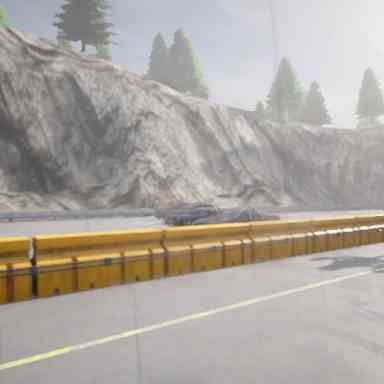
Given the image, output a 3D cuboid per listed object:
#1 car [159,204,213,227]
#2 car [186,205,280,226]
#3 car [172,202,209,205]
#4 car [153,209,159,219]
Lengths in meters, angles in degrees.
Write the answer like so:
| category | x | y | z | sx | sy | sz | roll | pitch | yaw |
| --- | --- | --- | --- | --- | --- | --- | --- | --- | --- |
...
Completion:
| category | x | y | z | sx | sy | sz | roll | pitch | yaw |
| --- | --- | --- | --- | --- | --- | --- | --- | --- | --- |
| car | 0.612 | 1.670 | 21.285 | 4.718 | 1.301 | 1.895 | 0 | 0 | -32 |
| car | 2.601 | 1.616 | 18.420 | 5.357 | 1.411 | 2.033 | 0 | 0 | -33 |
| car | 0.293 | 1.585 | 25.183 | 4.892 | 1.490 | 1.837 | 0 | 0 | -32 |
| car | -1.026 | 1.610 | 28.477 | 4.674 | 1.442 | 1.812 | 0 | 0 | -32 |
